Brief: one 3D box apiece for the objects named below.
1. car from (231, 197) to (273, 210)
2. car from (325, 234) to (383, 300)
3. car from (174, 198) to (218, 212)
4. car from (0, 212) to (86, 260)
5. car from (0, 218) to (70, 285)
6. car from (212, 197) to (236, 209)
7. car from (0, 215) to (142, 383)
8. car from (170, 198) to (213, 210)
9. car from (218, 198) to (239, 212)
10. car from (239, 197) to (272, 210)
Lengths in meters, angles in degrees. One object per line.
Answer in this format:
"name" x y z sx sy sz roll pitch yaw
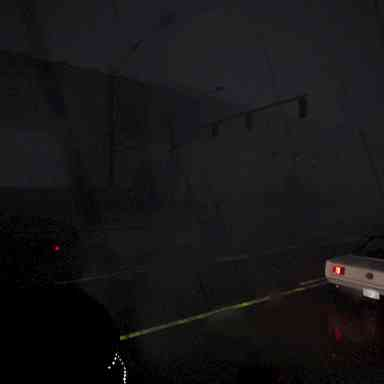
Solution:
"car" 7.712 1.453 42.840 4.974 1.542 2.038 0 0 -7
"car" 5.142 1.601 7.447 4.718 1.301 1.895 0 0 -35
"car" 0.060 1.453 36.392 4.974 1.542 2.038 0 0 8
"car" -6.365 1.564 12.350 4.181 1.385 1.994 0 0 -36
"car" -6.075 1.547 8.257 5.357 1.411 2.033 0 0 -36
"car" 3.819 1.295 39.129 1.853 1.218 4.536 0 0 18
"car" -3.003 1.221 1.607 5.566 2.045 2.150 0 0 -35
"car" 0.008 1.295 36.399 4.536 1.218 1.853 0 0 8
"car" 3.803 1.453 39.079 2.038 1.542 4.974 0 0 18
"car" 7.661 1.295 42.834 4.536 1.218 1.853 0 0 -7
